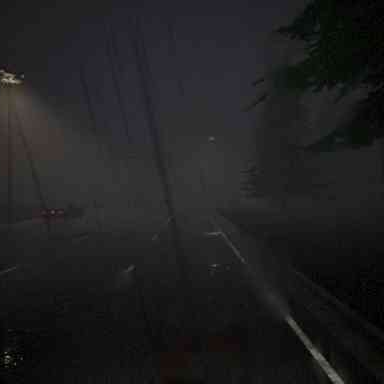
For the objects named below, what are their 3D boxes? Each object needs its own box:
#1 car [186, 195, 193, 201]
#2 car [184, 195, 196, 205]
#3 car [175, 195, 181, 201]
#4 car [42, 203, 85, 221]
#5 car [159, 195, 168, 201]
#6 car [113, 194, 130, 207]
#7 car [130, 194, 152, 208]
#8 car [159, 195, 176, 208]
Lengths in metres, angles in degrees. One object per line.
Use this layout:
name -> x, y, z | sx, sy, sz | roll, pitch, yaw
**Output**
car -> -0.543, 1.617, 88.208 | 1.812, 1.442, 4.674 | 0, 0, 0
car -> -0.370, 1.416, 60.292 | 2.097, 1.767, 4.553 | 0, 0, 0
car -> -4.043, 1.622, 88.230 | 1.812, 1.442, 4.674 | 0, 0, 0
car -> -10.568, 1.591, 27.678 | 2.033, 1.411, 5.357 | 0, 0, 0
car -> -7.548, 1.581, 89.141 | 1.882, 1.535, 5.008 | 0, 0, 0
car -> -10.821, 1.291, 52.340 | 2.150, 2.045, 5.566 | 0, 0, 0
car -> -7.288, 1.285, 49.603 | 2.150, 2.045, 5.566 | 0, 0, 0
car -> -3.712, 1.582, 48.355 | 1.812, 1.442, 4.674 | 0, 0, 0
